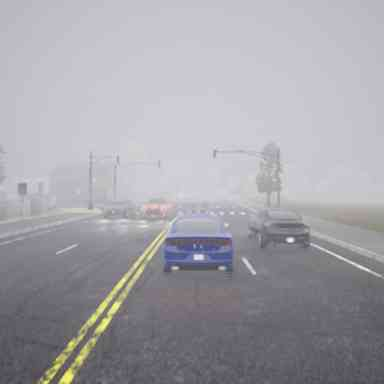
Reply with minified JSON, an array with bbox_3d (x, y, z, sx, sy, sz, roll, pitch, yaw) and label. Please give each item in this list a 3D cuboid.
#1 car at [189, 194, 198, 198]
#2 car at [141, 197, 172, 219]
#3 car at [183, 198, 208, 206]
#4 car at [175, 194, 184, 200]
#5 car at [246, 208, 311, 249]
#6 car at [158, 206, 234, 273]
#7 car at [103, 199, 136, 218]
[{"bbox_3d":[0.350,1.219,79.982,2.128,1.511,4.902,0,0,5],"label":"car"},{"bbox_3d":[-2.832,1.217,27.215,2.097,1.767,4.553,0,0,2],"label":"car"},{"bbox_3d":[0.487,1.421,25.064,2.033,1.411,5.357,0,0,2],"label":"car"},{"bbox_3d":[-2.884,1.221,80.296,1.812,1.442,4.674,0,0,5],"label":"car"},{"bbox_3d":[3.498,1.430,14.119,1.837,1.490,4.892,0,0,1],"label":"car"},{"bbox_3d":[0.189,1.421,10.516,1.882,1.535,5.008,0,0,1],"label":"car"},{"bbox_3d":[-6.044,1.369,28.230,1.837,1.490,4.892,0,0,2],"label":"car"}]
